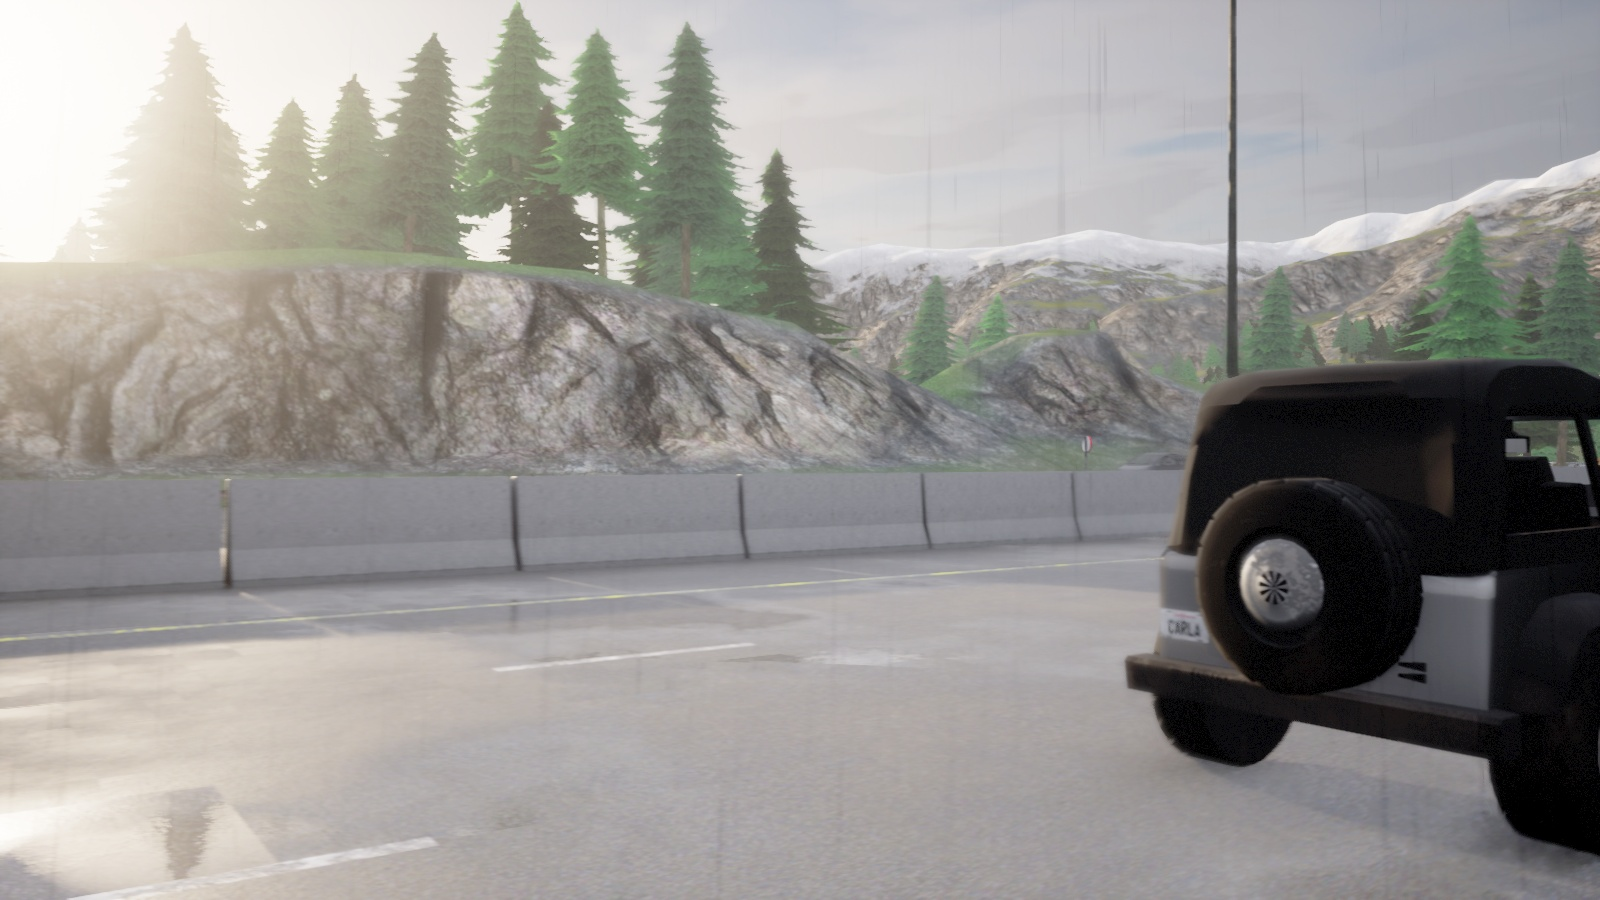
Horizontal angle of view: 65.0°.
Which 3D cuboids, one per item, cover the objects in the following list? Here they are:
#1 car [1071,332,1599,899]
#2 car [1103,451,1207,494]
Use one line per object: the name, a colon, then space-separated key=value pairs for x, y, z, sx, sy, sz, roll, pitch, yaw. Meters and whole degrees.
car: x=3.358 y=0.549 z=5.997 sx=3.866 sy=1.878 sz=1.905 roll=0 pitch=0 yaw=-35
car: x=13.303 y=0.813 z=47.032 sx=3.705 sy=1.549 sz=1.789 roll=0 pitch=0 yaw=-35
